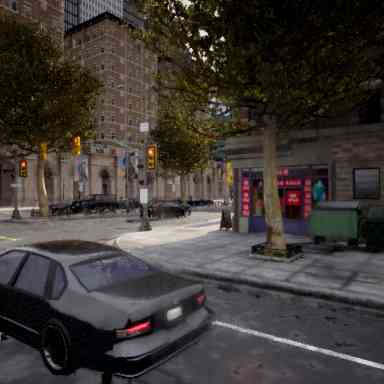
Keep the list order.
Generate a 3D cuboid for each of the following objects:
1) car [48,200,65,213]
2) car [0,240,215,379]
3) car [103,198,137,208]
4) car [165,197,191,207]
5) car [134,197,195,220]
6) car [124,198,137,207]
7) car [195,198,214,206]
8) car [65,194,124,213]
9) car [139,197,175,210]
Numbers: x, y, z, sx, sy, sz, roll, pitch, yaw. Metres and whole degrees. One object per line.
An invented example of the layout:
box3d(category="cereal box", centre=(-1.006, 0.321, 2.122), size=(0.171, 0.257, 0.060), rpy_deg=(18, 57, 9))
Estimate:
box3d(category="car", centre=(-13.763, 1.547, 37.679), size=(2.033, 1.411, 5.357), rpy_deg=(0, 0, 36))
box3d(category="car", centre=(-2.254, 1.549, 5.561), size=(5.357, 1.411, 2.033), rpy_deg=(0, 0, 35))
box3d(category="car", centre=(-10.271, 1.595, 47.917), size=(1.895, 1.301, 4.718), rpy_deg=(0, 0, 36))
box3d(category="car", centre=(-2.268, 1.564, 53.623), size=(1.994, 1.385, 4.181), rpy_deg=(0, 0, 36))
box3d(category="car", centre=(-2.172, 1.479, 28.139), size=(1.882, 1.535, 5.008), rpy_deg=(0, 0, 37))
box3d(category="car", centre=(-8.138, 1.526, 45.468), size=(1.812, 1.442, 4.674), rpy_deg=(0, 0, 36))
box3d(category="car", centre=(1.425, 1.601, 52.756), size=(1.895, 1.301, 4.718), rpy_deg=(0, 0, 36))
box3d(category="car", centre=(-10.498, 1.221, 36.226), size=(2.150, 2.045, 5.566), rpy_deg=(0, 0, 36))
box3d(category="car", centre=(-4.594, 1.478, 44.420), size=(1.882, 1.535, 5.008), rpy_deg=(0, 0, 36))
